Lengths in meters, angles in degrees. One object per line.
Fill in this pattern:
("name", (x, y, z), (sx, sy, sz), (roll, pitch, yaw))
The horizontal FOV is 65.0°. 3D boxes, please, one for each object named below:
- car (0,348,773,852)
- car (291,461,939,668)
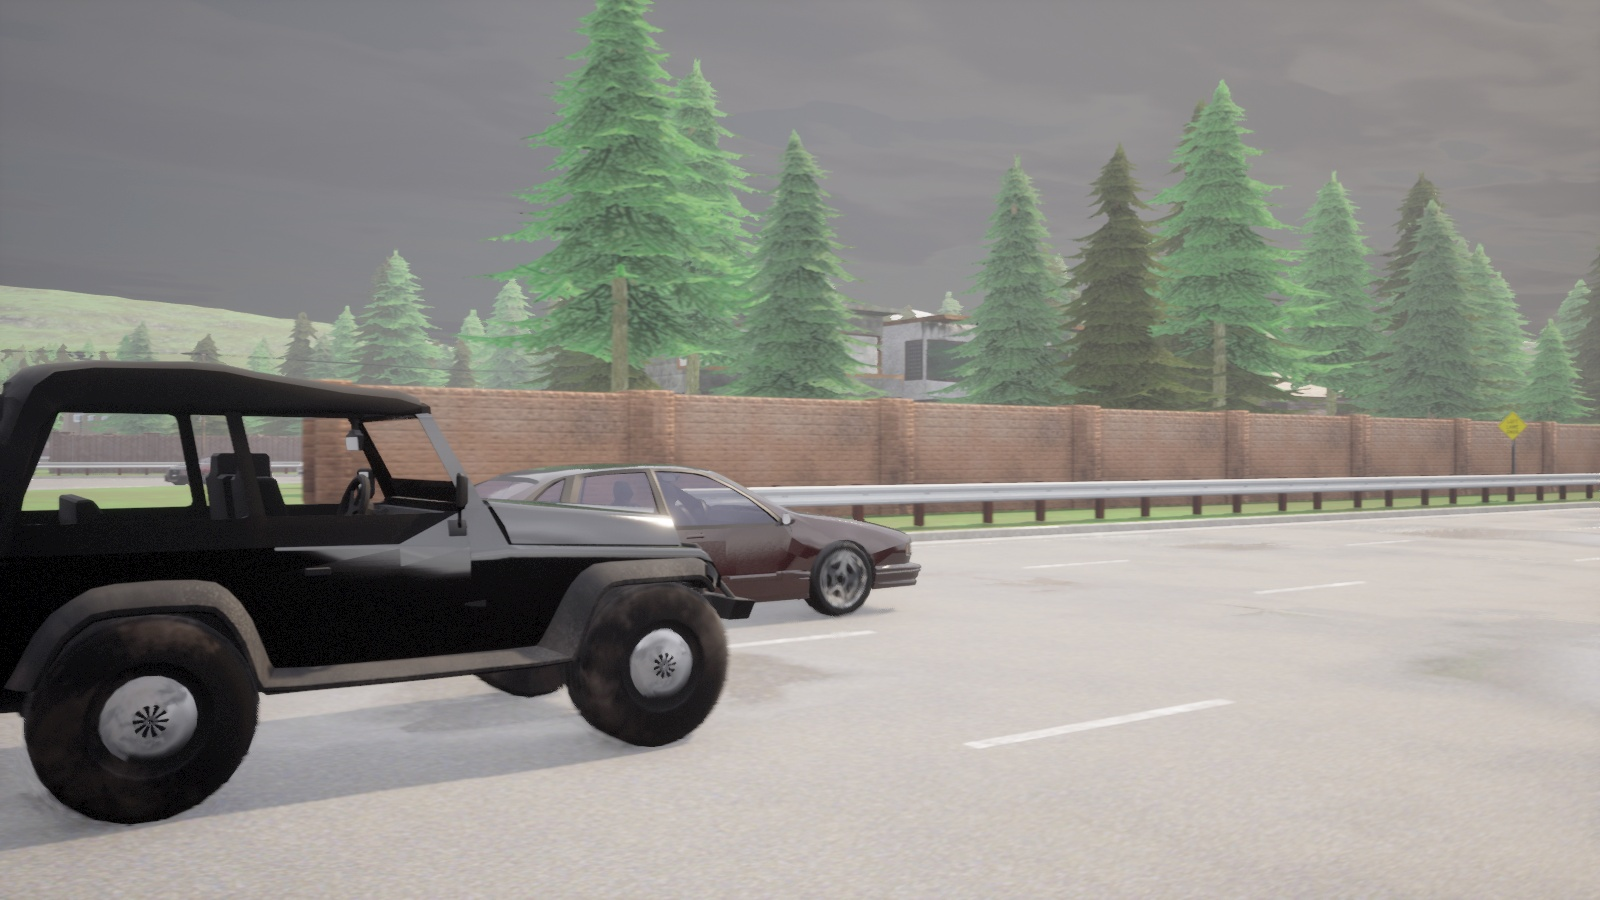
("car", (-2.278, 0.561, 6.338), (3.866, 1.878, 1.905), (0, 0, -35))
("car", (-1.464, 0.823, 11.168), (5.357, 1.411, 2.033), (0, 0, -35))
